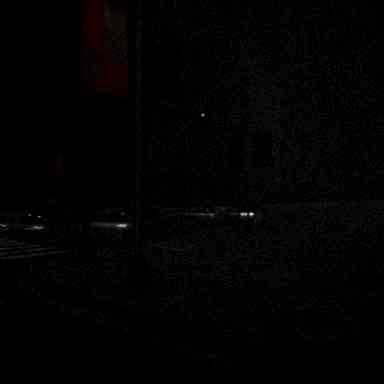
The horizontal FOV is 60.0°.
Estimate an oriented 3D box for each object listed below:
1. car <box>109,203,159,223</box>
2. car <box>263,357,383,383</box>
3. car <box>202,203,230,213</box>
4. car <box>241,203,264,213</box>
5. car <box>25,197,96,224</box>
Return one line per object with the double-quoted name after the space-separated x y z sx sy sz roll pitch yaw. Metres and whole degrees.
-5.022 1.772 29.206 1.882 1.535 5.008 0 -1 35 "car"
2.248 1.557 1.362 4.403 1.369 2.008 0 0 35 "car"
3.383 2.242 46.474 1.895 1.301 4.718 0 -1 36 "car"
8.787 2.309 48.372 1.994 1.385 4.181 0 -1 36 "car"
-10.535 1.411 27.126 2.150 2.045 5.566 0 -1 36 "car"
